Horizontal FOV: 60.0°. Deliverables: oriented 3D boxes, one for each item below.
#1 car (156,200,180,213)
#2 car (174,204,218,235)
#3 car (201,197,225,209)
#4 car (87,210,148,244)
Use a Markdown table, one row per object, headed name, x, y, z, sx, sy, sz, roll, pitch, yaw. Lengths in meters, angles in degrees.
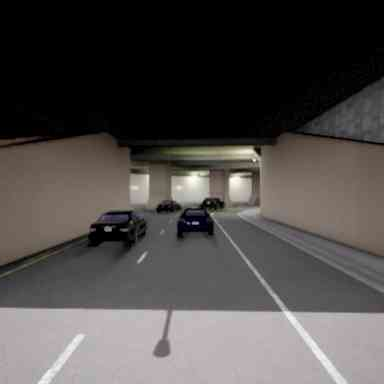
| name | x | y | z | sx | sy | sz | roll | pitch | yaw |
| --- | --- | --- | --- | --- | --- | --- | --- | --- | --- |
| car | -2.514 | 1.587 | 37.521 | 2.033 | 1.411 | 5.357 | 0 | 0 | 12 |
| car | 0.193 | 1.586 | 19.125 | 1.994 | 1.385 | 4.181 | 0 | 0 | 0 |
| car | 2.780 | 1.403 | 42.553 | 2.097 | 1.767 | 4.553 | 0 | 0 | 21 |
| car | -3.327 | 1.561 | 15.738 | 2.033 | 1.411 | 5.357 | 0 | 0 | 0 |
